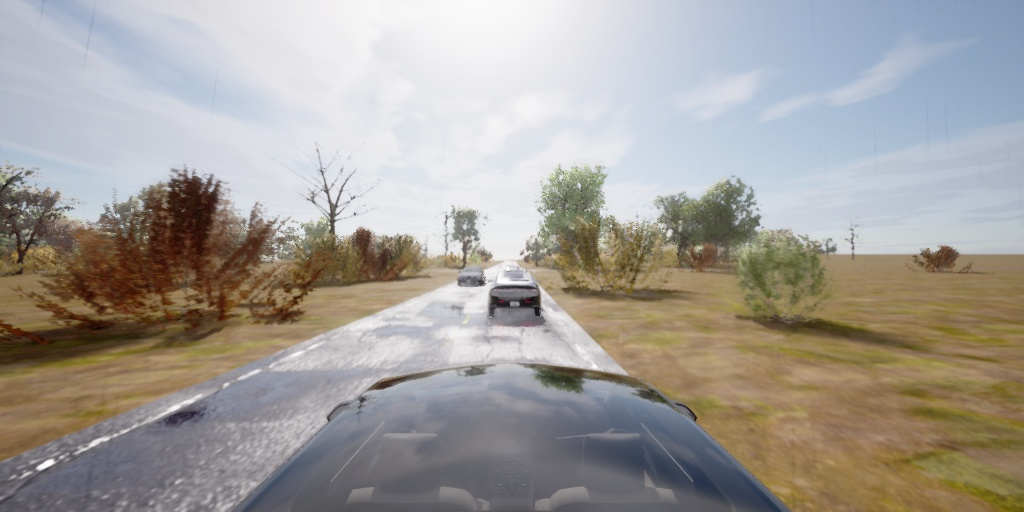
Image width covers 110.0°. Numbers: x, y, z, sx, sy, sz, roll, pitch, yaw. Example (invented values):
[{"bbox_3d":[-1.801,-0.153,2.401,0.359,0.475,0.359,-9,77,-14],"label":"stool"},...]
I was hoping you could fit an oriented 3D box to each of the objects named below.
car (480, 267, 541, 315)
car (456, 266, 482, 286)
[{"bbox_3d":[0.100,1.360,14.095,2.128,1.511,4.902,0,0,0],"label":"car"},{"bbox_3d":[-3.074,1.519,27.902,1.812,1.442,4.674,0,-1,0],"label":"car"}]
